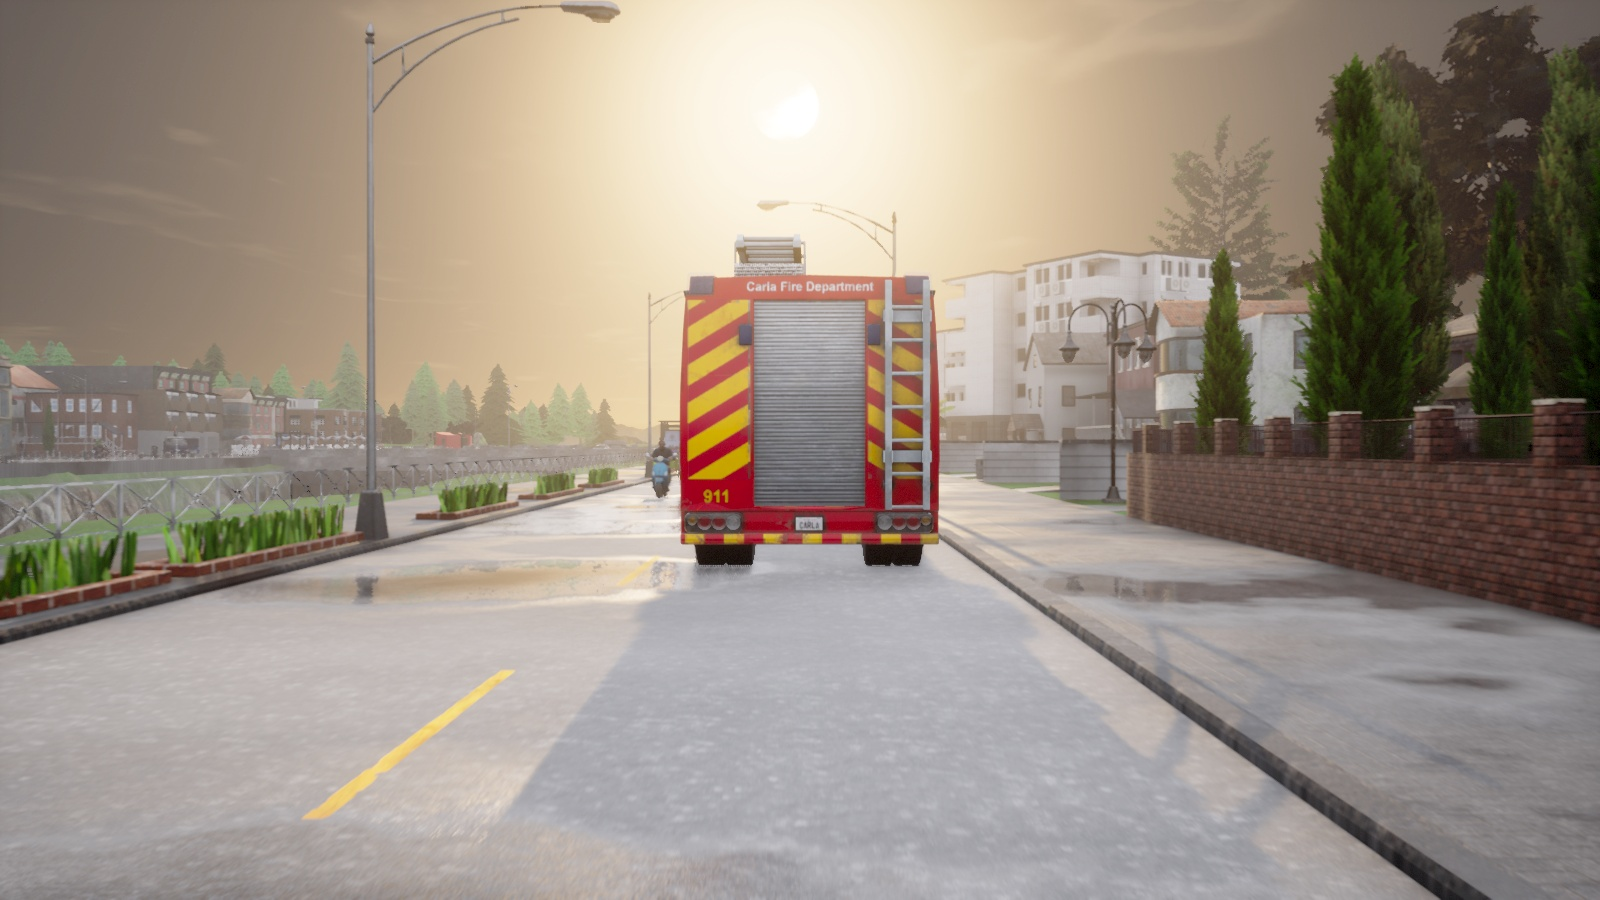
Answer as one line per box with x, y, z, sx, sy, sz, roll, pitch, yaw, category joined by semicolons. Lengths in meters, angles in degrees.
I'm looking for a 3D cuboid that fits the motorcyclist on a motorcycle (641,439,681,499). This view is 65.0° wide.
-3.788;0.504;34.295;0.866;1.590;1.817;0;0;0;motorcyclist on a motorcycle

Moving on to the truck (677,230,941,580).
0.120;-0.519;17.982;2.891;3.827;8.468;0;0;0;truck

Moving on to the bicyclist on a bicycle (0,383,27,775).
-3.956;0.586;4.963;0.659;1.776;1.843;0;0;0;bicyclist on a bicycle
